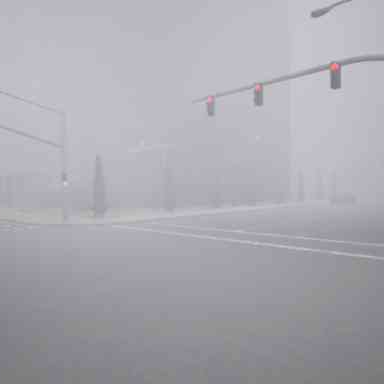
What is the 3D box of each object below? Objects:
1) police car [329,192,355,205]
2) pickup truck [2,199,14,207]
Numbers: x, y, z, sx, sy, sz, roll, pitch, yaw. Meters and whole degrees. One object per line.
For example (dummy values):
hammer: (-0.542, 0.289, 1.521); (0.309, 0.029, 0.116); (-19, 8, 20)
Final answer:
police car: (19.354, 0.807, 42.841); (1.930, 1.638, 5.238); (0, 1, 44)
pickup truck: (-28.968, 1.119, 50.475); (2.390, 2.098, 6.274); (-1, 0, -16)
